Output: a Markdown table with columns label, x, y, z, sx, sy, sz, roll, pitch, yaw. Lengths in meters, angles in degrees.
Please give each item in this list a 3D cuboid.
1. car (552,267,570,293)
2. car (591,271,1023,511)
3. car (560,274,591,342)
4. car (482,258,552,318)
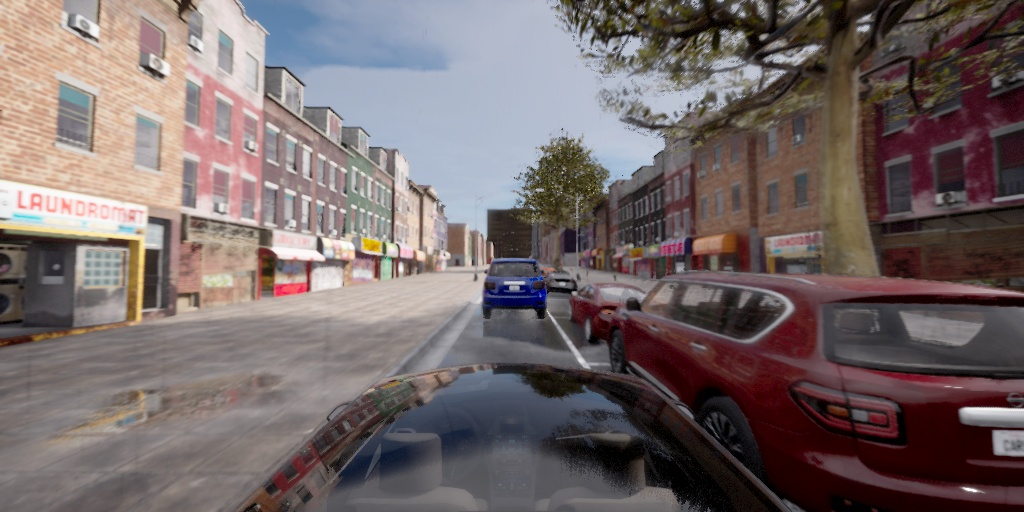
| label | x | y | z | sx | sy | sz | roll | pitch | yaw |
| --- | --- | --- | --- | --- | --- | --- | --- | --- | --- |
| car | 2.634 | 1.524 | 20.933 | 1.948 | 1.339 | 4.313 | 0 | 0 | 0 |
| car | 2.638 | 1.096 | 4.262 | 2.192 | 1.841 | 5.009 | 0 | 0 | 0 |
| car | 2.637 | 1.392 | 9.820 | 1.888 | 1.381 | 4.507 | 0 | 0 | 0 |
| car | 0.082 | 1.113 | 13.881 | 2.150 | 2.045 | 5.566 | 0 | 0 | 0 |
